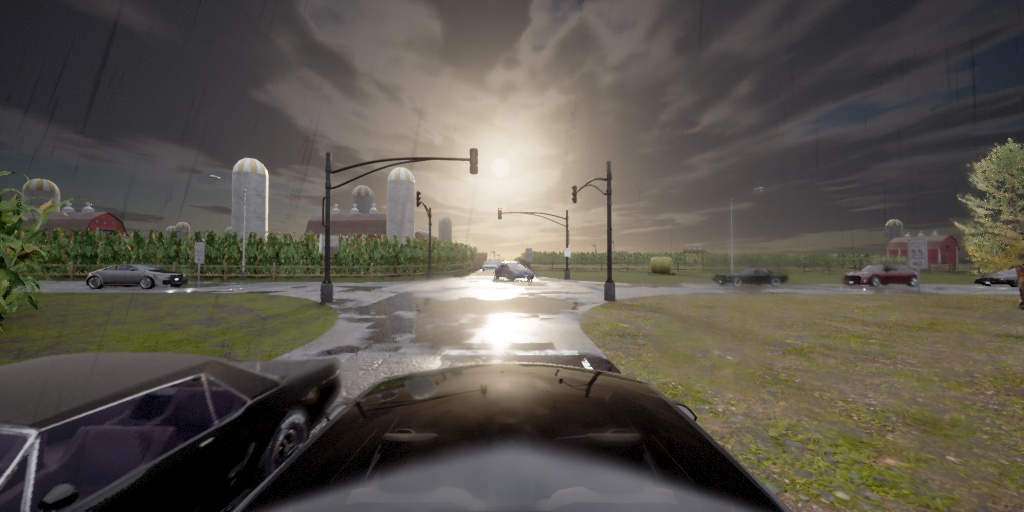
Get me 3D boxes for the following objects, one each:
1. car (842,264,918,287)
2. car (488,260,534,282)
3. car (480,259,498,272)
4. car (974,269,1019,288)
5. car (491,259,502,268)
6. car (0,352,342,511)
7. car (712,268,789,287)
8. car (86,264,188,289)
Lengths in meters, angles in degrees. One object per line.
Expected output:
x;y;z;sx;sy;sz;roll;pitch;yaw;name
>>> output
27.678;1.413;27.051;4.553;1.767;2.097;1;-1;-4;car
0.027;1.293;29.709;1.812;1.442;4.674;0;0;-27;car
-2.818;1.316;45.941;1.812;1.442;4.674;0;0;0;car
39.448;1.722;27.925;5.357;1.411;2.033;1;-1;-4;car
-2.840;1.349;65.253;1.812;1.442;4.674;0;0;0;car
-2.828;1.351;1.751;1.895;1.301;4.718;0;0;0;car
17.410;1.566;26.318;4.718;1.301;1.895;1;-1;-4;car
-20.960;1.117;20.166;4.181;1.385;1.994;0;-1;-3;car
